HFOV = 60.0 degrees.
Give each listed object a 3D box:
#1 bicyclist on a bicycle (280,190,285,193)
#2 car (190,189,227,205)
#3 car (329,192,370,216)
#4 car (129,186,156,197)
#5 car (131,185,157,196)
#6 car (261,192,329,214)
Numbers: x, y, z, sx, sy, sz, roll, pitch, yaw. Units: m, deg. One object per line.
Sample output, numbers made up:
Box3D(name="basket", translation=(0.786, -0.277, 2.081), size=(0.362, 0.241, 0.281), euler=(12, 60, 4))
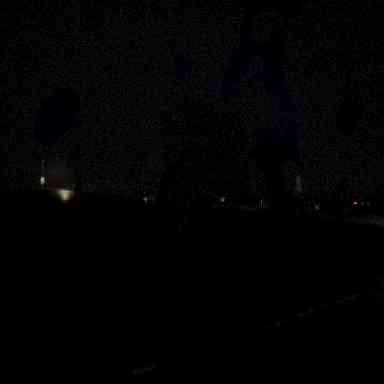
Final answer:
Box3D(name="bicyclist on a bicycle", translation=(9.207, 0.582, 33.850), size=(1.656, 1.620, 0.582), euler=(0, 2, -35))
Box3D(name="car", translation=(1.584, 0.448, 34.239), size=(2.128, 1.511, 4.902), euler=(0, 2, -35))
Box3D(name="car", translation=(11.105, 0.764, 25.761), size=(2.097, 1.767, 4.553), euler=(0, 2, -33))
Box3D(name="car", translation=(-7.000, -0.028, 46.332), size=(2.033, 1.411, 5.357), euler=(0, 2, -35))
Box3D(name="car", translation=(-7.605, -0.283, 52.137), size=(1.882, 1.535, 5.008), euler=(0, 2, -35))
Box3D(name="car", translation=(7.578, 0.832, 25.819), size=(2.128, 1.511, 4.902), euler=(0, 2, -35))
